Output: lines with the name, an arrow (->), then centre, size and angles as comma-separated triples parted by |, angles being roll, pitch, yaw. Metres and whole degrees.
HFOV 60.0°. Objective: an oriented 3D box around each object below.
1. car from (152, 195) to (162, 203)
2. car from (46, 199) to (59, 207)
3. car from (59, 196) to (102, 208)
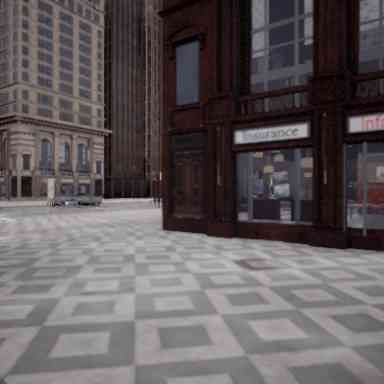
car -> -4.852, 1.211, 60.183 | 2.033, 1.411, 5.357 | 0, 0, 35
car -> -16.378, 1.283, 43.880 | 2.033, 1.411, 5.357 | 0, 0, 35
car -> -13.694, 1.231, 42.045 | 2.128, 1.511, 4.902 | 0, 0, 35
